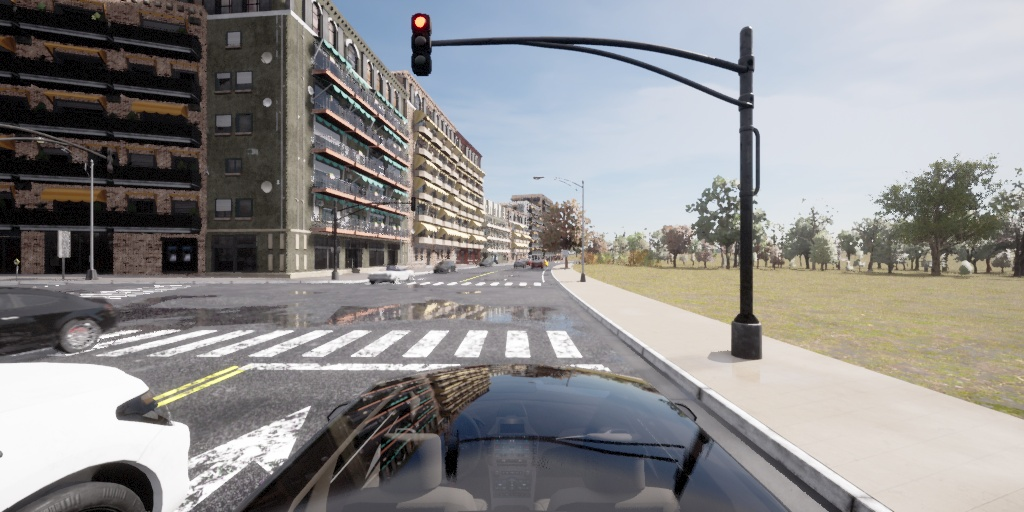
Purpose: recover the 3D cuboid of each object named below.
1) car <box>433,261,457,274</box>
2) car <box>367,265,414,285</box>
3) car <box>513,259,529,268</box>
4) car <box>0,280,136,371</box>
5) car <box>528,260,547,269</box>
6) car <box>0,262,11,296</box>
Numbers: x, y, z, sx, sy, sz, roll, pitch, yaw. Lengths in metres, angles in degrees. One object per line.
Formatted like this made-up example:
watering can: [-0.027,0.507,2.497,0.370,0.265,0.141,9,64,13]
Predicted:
car: [-7.824,1.342,42.286,1.837,1.490,4.892,0,0,6]
car: [-9.023,1.386,26.970,1.895,1.301,4.718,0,0,4]
car: [1.431,1.426,63.841,2.128,1.511,4.902,0,0,9]
car: [-9.782,1.277,6.107,1.812,1.442,4.674,0,0,1]
car: [4.355,1.396,60.425,1.882,1.535,5.008,0,0,8]
car: [-23.799,0.914,13.606,5.357,1.411,2.033,1,0,-19]
